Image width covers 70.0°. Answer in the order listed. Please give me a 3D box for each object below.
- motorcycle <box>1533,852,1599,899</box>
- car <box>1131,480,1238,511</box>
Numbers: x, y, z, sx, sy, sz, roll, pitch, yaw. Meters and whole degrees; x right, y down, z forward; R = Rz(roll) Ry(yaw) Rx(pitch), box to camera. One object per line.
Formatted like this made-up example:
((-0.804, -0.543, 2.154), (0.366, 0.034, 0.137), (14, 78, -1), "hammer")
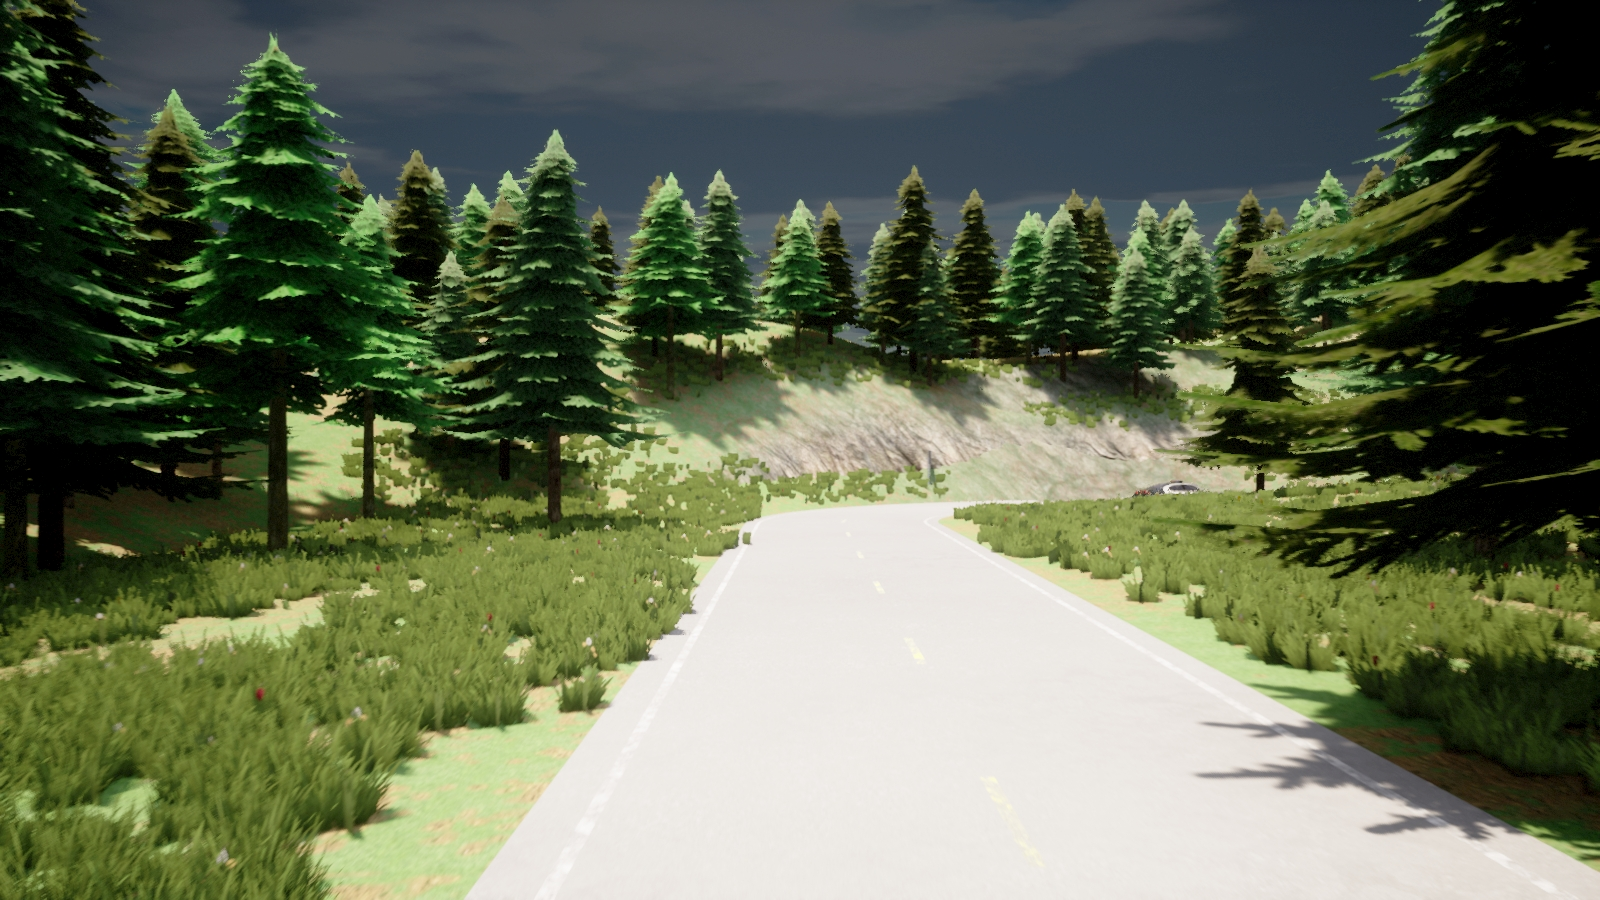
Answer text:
((3.179, 2.170, 3.181), (0.764, 1.277, 2.356), (0, 0, 0), "motorcycle")
((20.233, 2.388, 60.168), (4.974, 1.542, 2.038), (0, 0, -9), "car")
